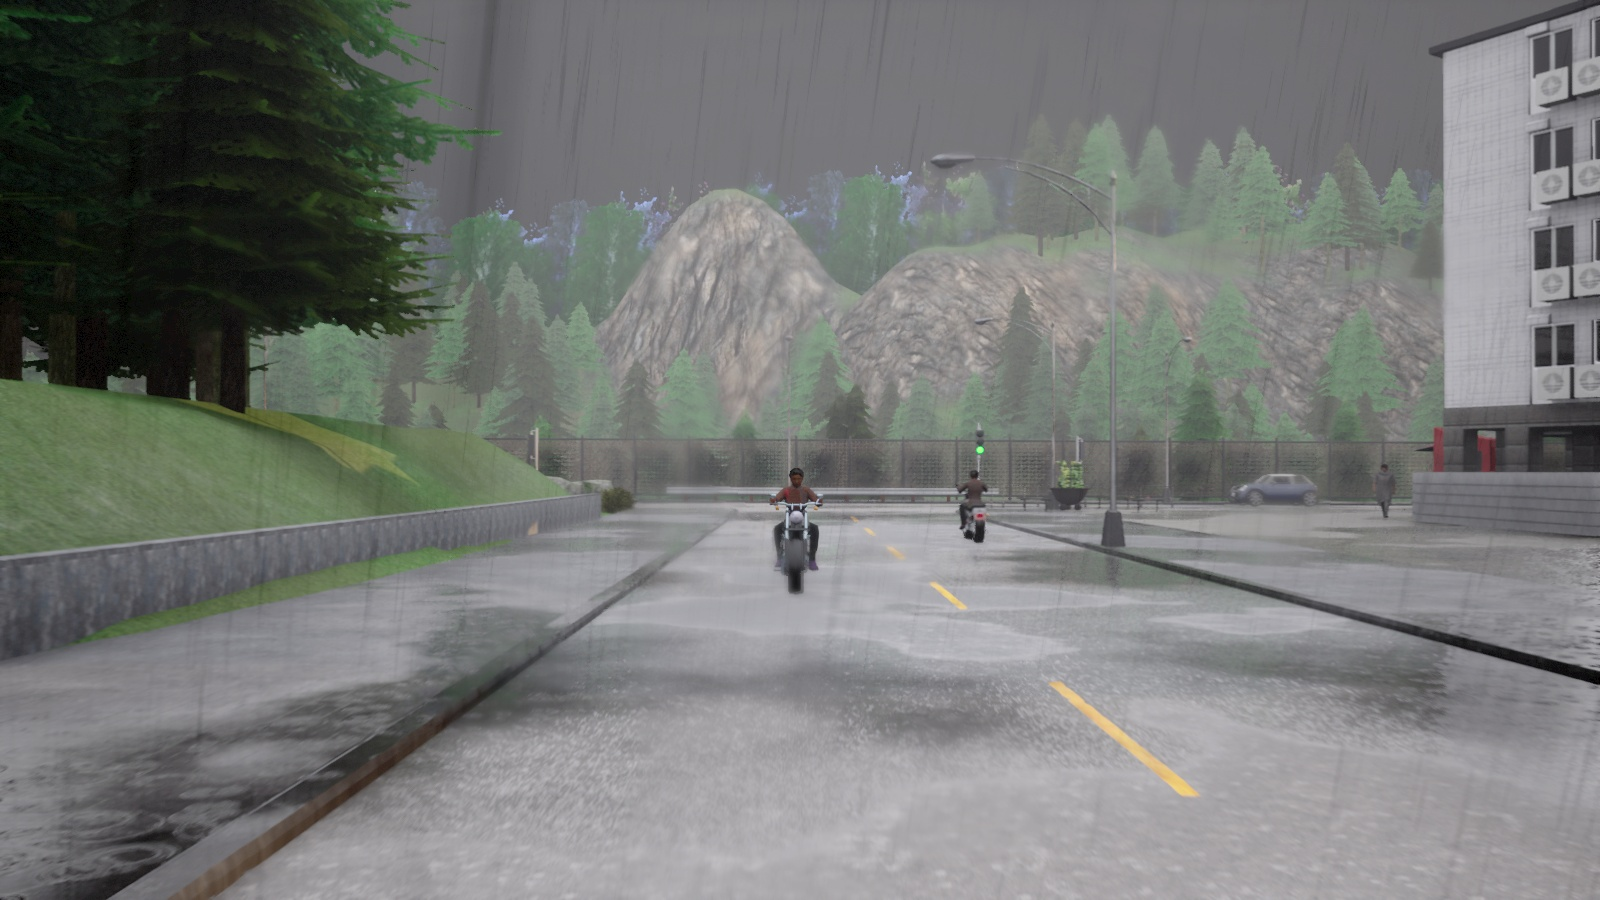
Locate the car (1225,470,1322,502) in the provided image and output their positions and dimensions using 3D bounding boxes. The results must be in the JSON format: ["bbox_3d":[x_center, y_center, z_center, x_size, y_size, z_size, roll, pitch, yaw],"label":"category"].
[{"bbox_3d":[22.235,1.680,59.058,3.806,1.475,1.970,0,-1,0],"label":"car"}]

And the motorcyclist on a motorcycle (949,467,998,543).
[{"bbox_3d":[3.934,1.229,28.654,0.766,1.649,2.350,0,-1,0],"label":"motorcyclist on a motorcycle"}]

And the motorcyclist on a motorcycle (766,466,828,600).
[{"bbox_3d":[-0.039,1.045,16.728,0.766,1.649,2.350,0,-1,0],"label":"motorcyclist on a motorcycle"}]

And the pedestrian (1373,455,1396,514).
[{"bbox_3d":[19.397,1.144,41.659,0.659,1.952,0.873,-1,-1,27],"label":"pedestrian"}]
